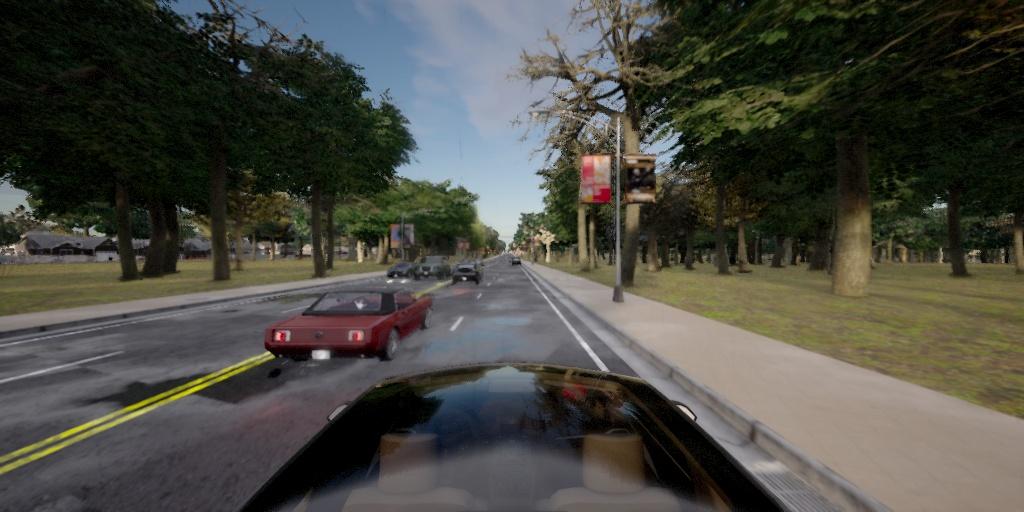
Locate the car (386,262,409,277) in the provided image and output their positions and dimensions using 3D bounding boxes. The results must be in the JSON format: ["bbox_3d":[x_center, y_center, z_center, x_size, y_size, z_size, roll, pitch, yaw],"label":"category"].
[{"bbox_3d":[-9.827,1.300,33.040,2.033,1.411,5.357,0,0,0],"label":"car"}]

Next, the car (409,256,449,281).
[{"bbox_3d":[-6.582,0.976,30.166,2.150,2.045,5.566,0,0,0],"label":"car"}]

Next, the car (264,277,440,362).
[{"bbox_3d":[-3.147,1.350,8.150,1.895,1.301,4.718,0,0,0],"label":"car"}]

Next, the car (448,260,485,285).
[{"bbox_3d":[-3.136,1.254,26.011,1.837,1.490,4.892,0,0,0],"label":"car"}]
